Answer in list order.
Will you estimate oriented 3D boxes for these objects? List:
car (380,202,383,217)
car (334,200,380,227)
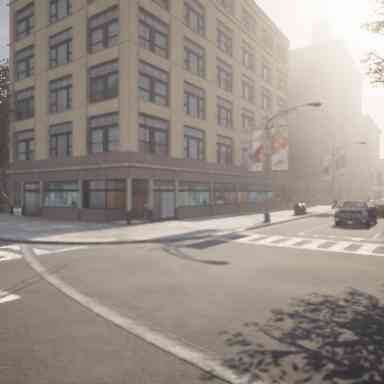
[{"bbox_3d":[17.073,1.604,31.009,1.895,1.301,4.718,0,0,36],"label":"car"},{"bbox_3d":[11.236,1.355,22.759,2.097,1.767,4.553,0,0,36],"label":"car"}]
